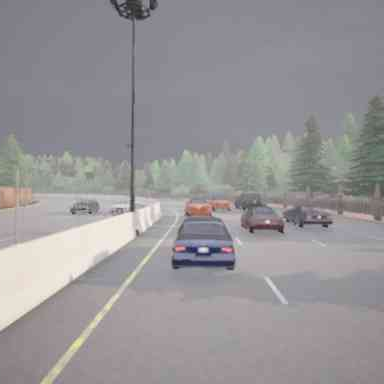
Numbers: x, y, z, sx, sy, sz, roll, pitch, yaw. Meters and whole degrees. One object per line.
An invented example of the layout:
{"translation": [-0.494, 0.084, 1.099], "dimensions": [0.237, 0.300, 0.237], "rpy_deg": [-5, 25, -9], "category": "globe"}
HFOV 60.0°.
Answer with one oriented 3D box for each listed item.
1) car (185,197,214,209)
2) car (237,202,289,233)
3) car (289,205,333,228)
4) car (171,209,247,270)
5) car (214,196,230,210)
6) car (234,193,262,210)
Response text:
{"translation": [0.466, 1.280, 28.955], "dimensions": [2.097, 1.767, 4.553], "rpy_deg": [0, 0, -2], "category": "car"}
{"translation": [4.072, 1.546, 19.740], "dimensions": [1.994, 1.385, 4.181], "rpy_deg": [0, 0, 1], "category": "car"}
{"translation": [7.592, 1.551, 22.327], "dimensions": [2.033, 1.411, 5.357], "rpy_deg": [0, 0, 0], "category": "car"}
{"translation": [0.355, 1.521, 10.971], "dimensions": [2.033, 1.411, 5.357], "rpy_deg": [0, 0, 2], "category": "car"}
{"translation": [3.035, 1.274, 38.999], "dimensions": [2.097, 1.767, 4.553], "rpy_deg": [0, 0, -7], "category": "car"}
{"translation": [6.567, 1.175, 39.132], "dimensions": [2.150, 2.045, 5.566], "rpy_deg": [0, 1, -7], "category": "car"}
